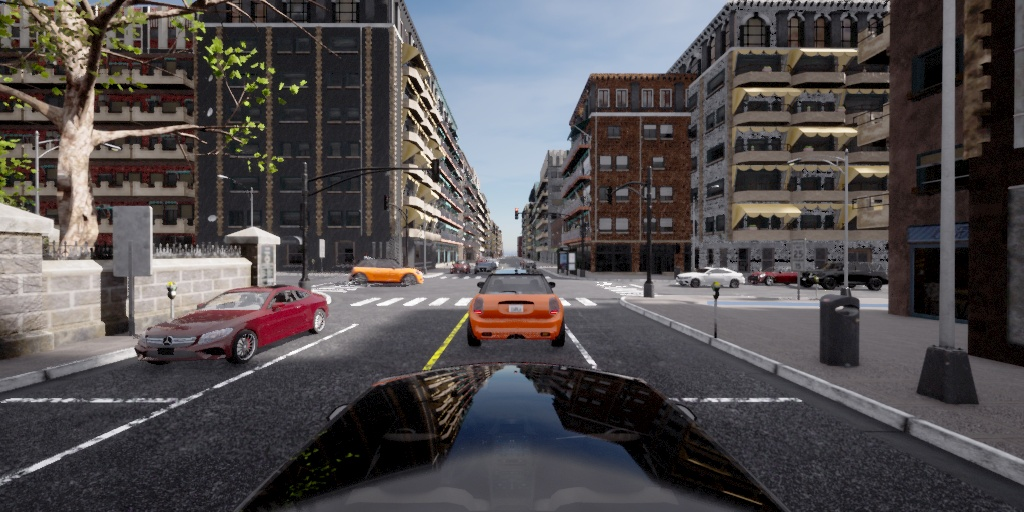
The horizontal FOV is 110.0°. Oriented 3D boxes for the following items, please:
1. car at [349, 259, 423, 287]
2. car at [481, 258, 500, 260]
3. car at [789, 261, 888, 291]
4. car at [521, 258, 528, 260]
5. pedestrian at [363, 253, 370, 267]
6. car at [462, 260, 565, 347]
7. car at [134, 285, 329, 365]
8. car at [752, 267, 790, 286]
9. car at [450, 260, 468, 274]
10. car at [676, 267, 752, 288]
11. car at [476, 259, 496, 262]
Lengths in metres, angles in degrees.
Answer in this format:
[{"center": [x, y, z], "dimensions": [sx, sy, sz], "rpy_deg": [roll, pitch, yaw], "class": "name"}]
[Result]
[{"center": [-8.218, 1.054, 23.743], "dimensions": [4.553, 1.767, 2.097], "rpy_deg": [2, 0, -15], "class": "car"}, {"center": [-3.171, 1.308, 49.978], "dimensions": [1.994, 1.385, 4.181], "rpy_deg": [0, 0, 0], "class": "car"}, {"center": [24.216, 1.415, 26.364], "dimensions": [5.566, 2.045, 2.150], "rpy_deg": [1, 0, -1], "class": "car"}, {"center": [2.605, 1.295, 51.692], "dimensions": [2.007, 1.370, 4.403], "rpy_deg": [0, 0, 0], "class": "car"}, {"center": [-12.764, 0.649, 31.386], "dimensions": [0.375, 1.860, 0.375], "rpy_deg": [0, -1, -1], "class": "pedestrian"}, {"center": [0.113, 1.101, 9.507], "dimensions": [2.097, 1.767, 4.553], "rpy_deg": [0, 0, 1], "class": "car"}, {"center": [-5.700, 1.331, 7.995], "dimensions": [1.802, 1.307, 4.207], "rpy_deg": [0, 0, 0], "class": "car"}, {"center": [21.334, 1.568, 28.889], "dimensions": [4.097, 1.591, 1.967], "rpy_deg": [0, 0, -1], "class": "car"}, {"center": [-5.756, 1.185, 40.406], "dimensions": [1.967, 1.591, 4.097], "rpy_deg": [0, 0, 0], "class": "car"}, {"center": [14.474, 1.547, 26.234], "dimensions": [4.674, 1.442, 1.812], "rpy_deg": [1, 0, -2], "class": "car"}, {"center": [-3.160, 1.309, 41.004], "dimensions": [1.994, 1.385, 4.181], "rpy_deg": [0, 0, 0], "class": "car"}]
